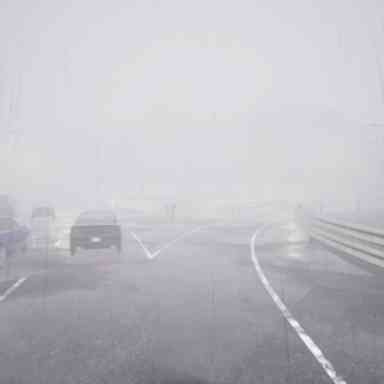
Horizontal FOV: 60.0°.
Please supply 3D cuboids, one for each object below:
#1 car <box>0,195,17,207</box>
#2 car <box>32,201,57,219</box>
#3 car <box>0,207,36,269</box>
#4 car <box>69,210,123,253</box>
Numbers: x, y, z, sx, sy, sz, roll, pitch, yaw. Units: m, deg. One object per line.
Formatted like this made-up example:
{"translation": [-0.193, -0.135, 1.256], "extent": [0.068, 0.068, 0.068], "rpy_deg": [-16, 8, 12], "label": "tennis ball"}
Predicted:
{"translation": [-16.319, 1.228, 28.197], "extent": [2.150, 2.045, 5.566], "rpy_deg": [0, 0, -23], "label": "car"}
{"translation": [-12.540, 1.532, 28.274], "extent": [1.812, 1.442, 4.674], "rpy_deg": [0, 0, -22], "label": "car"}
{"translation": [-6.770, 1.480, 10.890], "extent": [1.882, 1.535, 5.008], "rpy_deg": [0, 0, -14], "label": "car"}
{"translation": [-3.901, 1.481, 13.807], "extent": [1.882, 1.535, 5.008], "rpy_deg": [0, 0, -14], "label": "car"}
